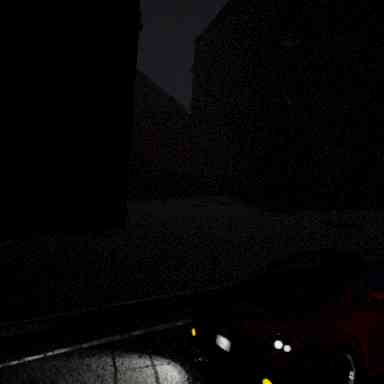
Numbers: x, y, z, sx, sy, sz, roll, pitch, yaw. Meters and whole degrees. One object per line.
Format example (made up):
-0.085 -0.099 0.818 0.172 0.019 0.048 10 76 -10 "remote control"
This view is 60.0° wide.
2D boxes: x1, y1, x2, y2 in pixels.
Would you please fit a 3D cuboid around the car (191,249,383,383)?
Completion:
2.091 1.595 4.884 4.181 1.385 1.994 1 -1 -30 "car"
